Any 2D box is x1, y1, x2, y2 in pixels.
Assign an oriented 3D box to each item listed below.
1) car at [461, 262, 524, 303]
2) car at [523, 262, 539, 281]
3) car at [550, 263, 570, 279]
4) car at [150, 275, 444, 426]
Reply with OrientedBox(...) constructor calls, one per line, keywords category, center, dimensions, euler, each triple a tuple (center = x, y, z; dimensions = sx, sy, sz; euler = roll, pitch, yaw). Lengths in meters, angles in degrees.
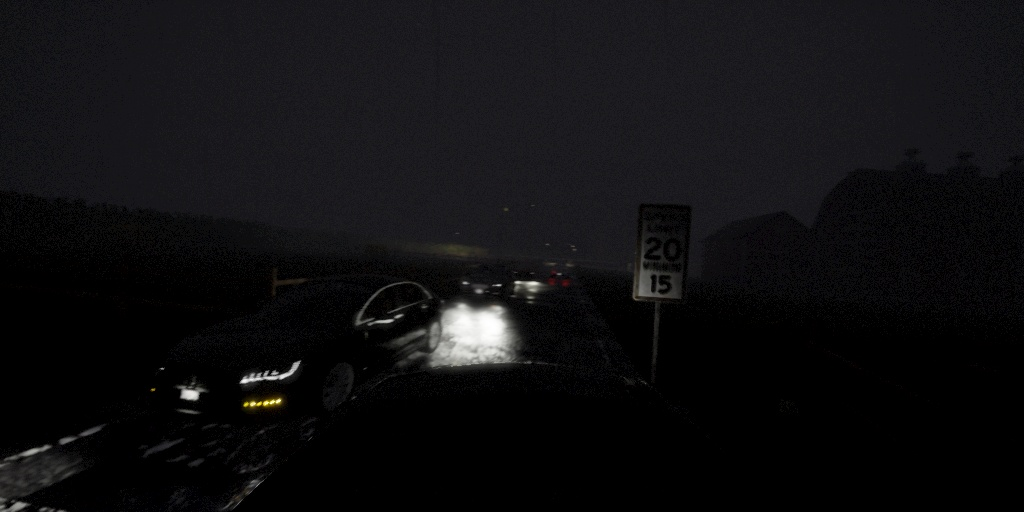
OrientedBox(category="car", center=(-0.940, 1.162, 16.668), dimensions=(2.128, 1.511, 4.902), euler=(3, 0, 8))
OrientedBox(category="car", center=(1.266, 1.258, 31.524), dimensions=(1.882, 1.535, 5.008), euler=(3, 1, 9))
OrientedBox(category="car", center=(4.946, 1.520, 36.835), dimensions=(1.812, 1.442, 4.674), euler=(3, 0, 9))
OrientedBox(category="car", center=(-2.617, 1.092, 5.795), dimensions=(1.837, 1.490, 4.892), euler=(3, 0, 10))
